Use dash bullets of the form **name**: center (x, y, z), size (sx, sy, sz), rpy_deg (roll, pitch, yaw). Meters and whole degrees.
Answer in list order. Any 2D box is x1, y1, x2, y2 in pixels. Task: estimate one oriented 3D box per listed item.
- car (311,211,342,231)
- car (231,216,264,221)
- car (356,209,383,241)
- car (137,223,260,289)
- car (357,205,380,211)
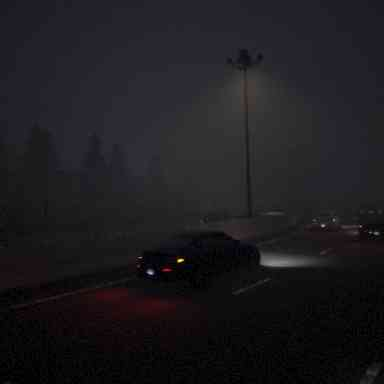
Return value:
- **car**: center (10.297, 2.163, 25.370), size (1.812, 1.442, 4.674), rpy_deg (-2, -2, 29)
- **car**: center (5.600, 2.547, 31.905), size (1.994, 1.385, 4.181), rpy_deg (-2, -2, 26)
- **car**: center (10.495, 1.927, 18.723), size (1.812, 1.442, 4.674), rpy_deg (-3, -2, 32)
- **car**: center (0.381, 1.890, 10.348), size (1.812, 1.442, 4.674), rpy_deg (-3, -2, 39)
- **car**: center (18.673, 2.117, 35.138), size (2.097, 1.767, 4.553), rpy_deg (-2, -2, 22)
